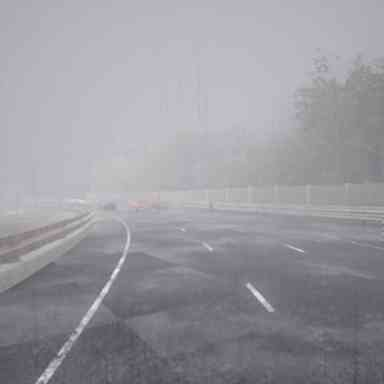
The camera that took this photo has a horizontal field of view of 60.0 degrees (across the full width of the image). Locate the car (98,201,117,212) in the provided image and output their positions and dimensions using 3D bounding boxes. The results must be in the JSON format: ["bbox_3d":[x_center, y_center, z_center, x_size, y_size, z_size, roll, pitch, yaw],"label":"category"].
[{"bbox_3d":[-12.673,2.120,49.813,1.837,1.490,4.892,1,-1,-28],"label":"car"}]

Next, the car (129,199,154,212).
[{"bbox_3d":[-7.416,1.905,47.069,2.097,1.767,4.553,0,-1,-25],"label":"car"}]

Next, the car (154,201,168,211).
[{"bbox_3d":[-5.174,2.069,50.534,2.128,1.511,4.902,0,-1,-26],"label":"car"}]
